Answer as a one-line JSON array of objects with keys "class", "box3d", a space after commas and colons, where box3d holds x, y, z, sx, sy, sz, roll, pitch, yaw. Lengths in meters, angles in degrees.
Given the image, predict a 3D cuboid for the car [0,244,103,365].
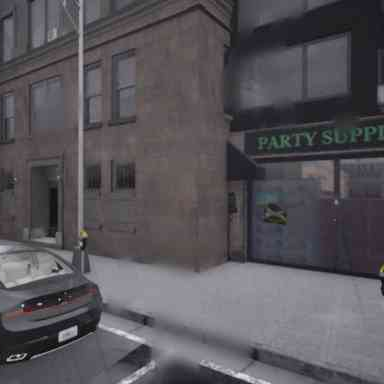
[{"class": "car", "box3d": [-3.336, 1.549, 5.457, 4.403, 1.369, 2.008, 0, 0, 36]}]
